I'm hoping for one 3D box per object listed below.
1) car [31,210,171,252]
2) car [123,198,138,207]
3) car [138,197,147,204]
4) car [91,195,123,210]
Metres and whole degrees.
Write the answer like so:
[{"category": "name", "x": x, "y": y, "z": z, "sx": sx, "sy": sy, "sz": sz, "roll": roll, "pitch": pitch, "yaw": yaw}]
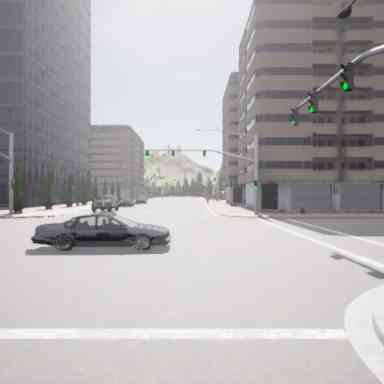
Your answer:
[{"category": "car", "x": -3.559, "y": 1.598, "z": 13.549, "sx": 5.357, "sy": 1.411, "sz": 2.033, "roll": 0, "pitch": 0, "yaw": -1}, {"category": "car", "x": -10.526, "y": 1.799, "z": 53.795, "sx": 1.895, "sy": 1.301, "sz": 4.718, "roll": 0, "pitch": 0, "yaw": 1}, {"category": "car", "x": -10.423, "y": 1.731, "z": 68.672, "sx": 1.882, "sy": 1.535, "sz": 5.008, "roll": 0, "pitch": 0, "yaw": 0}, {"category": "car", "x": -10.523, "y": 1.372, "z": 40.777, "sx": 2.150, "sy": 2.045, "sz": 5.566, "roll": 0, "pitch": 0, "yaw": 2}]
